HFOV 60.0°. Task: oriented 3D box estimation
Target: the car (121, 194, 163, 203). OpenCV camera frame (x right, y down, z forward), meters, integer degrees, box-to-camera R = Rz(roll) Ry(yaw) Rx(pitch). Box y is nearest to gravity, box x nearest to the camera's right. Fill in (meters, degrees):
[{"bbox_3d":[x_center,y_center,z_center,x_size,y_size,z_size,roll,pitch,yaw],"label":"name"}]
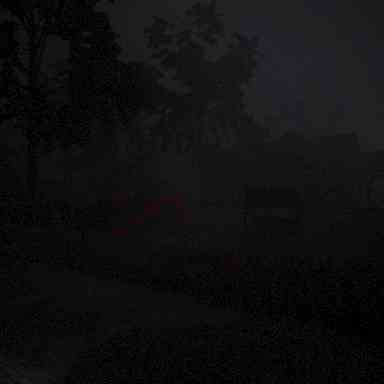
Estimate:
[{"bbox_3d":[-5.679,1.195,38.016,2.150,2.045,5.566,0,0,36],"label":"car"}]
